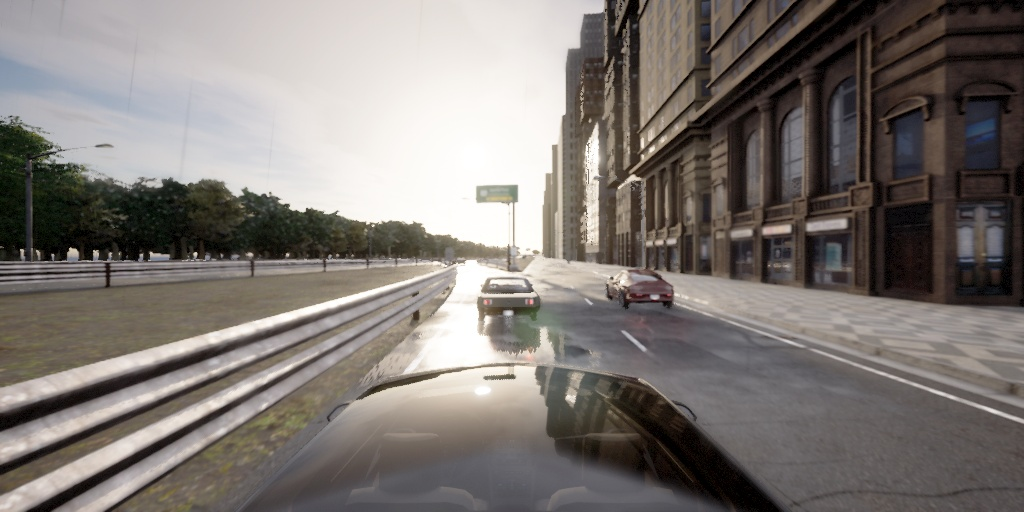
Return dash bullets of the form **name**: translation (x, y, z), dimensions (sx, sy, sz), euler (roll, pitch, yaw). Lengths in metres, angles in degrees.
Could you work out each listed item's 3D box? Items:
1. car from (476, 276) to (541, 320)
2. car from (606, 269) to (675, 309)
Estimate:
- **car**: translation (-0.196, 1.357, 12.531), dimensions (1.895, 1.301, 4.718), euler (0, 0, -3)
- **car**: translation (5.150, 1.265, 14.829), dimensions (1.812, 1.442, 4.674), euler (0, 0, 4)
